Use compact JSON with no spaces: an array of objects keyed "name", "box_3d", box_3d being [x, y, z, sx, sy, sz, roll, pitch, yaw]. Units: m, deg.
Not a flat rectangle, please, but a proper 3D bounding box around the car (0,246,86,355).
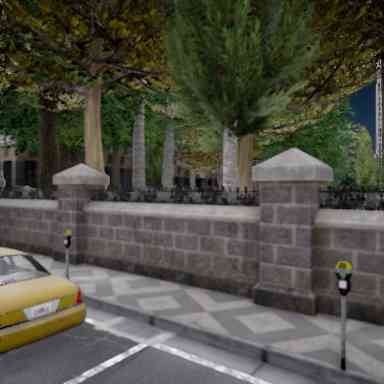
[{"name":"car","box_3d":[-3.847,1.503,5.722,4.829,1.417,1.752,0,0,36]}]
